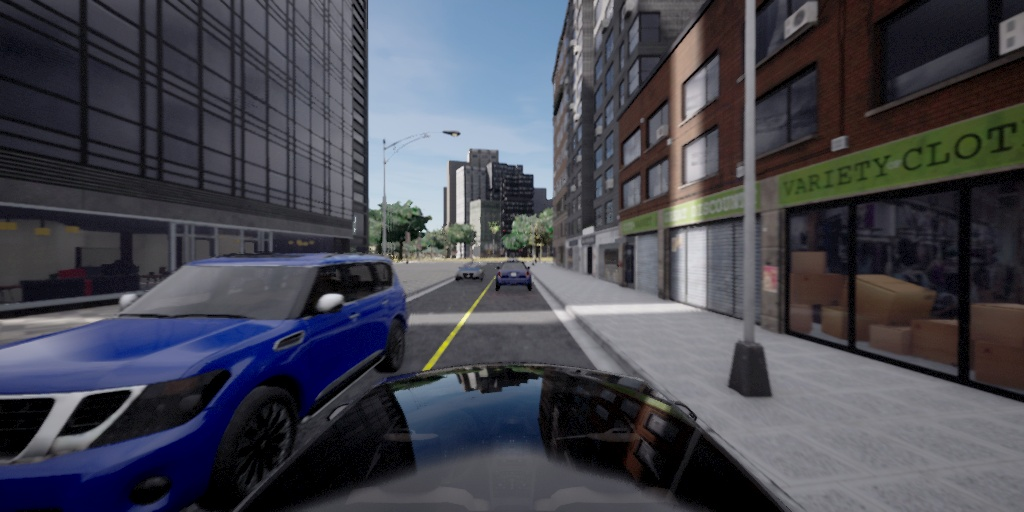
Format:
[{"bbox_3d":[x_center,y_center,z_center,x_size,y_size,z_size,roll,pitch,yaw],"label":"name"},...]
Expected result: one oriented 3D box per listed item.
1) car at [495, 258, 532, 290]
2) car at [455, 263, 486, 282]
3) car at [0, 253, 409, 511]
[{"bbox_3d":[0.094,1.048,22.310,2.097,1.767,4.553,0,0,0],"label":"car"},{"bbox_3d":[-3.101,1.220,27.353,1.994,1.385,4.181,0,1,0],"label":"car"},{"bbox_3d":[-3.058,0.972,4.713,2.150,2.045,5.566,0,0,0],"label":"car"}]
